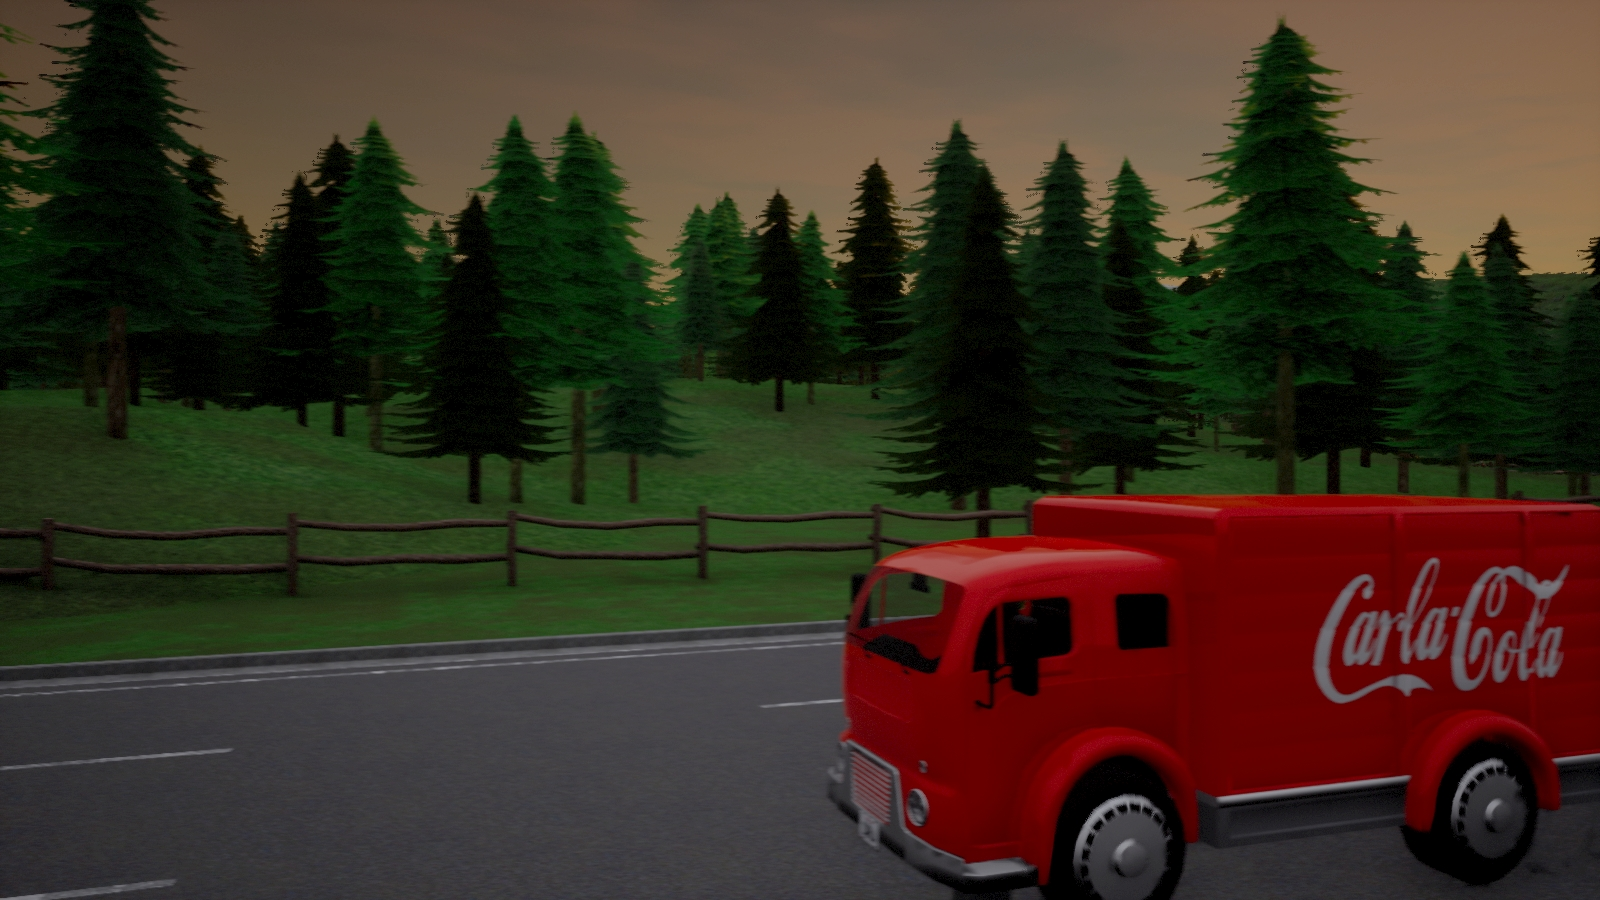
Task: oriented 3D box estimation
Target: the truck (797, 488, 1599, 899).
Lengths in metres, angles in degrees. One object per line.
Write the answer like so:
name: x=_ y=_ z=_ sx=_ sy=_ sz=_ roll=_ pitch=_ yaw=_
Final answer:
truck: x=2.873 y=1.567 z=8.068 sx=5.204 sy=2.467 sz=2.627 roll=0 pitch=0 yaw=-20
